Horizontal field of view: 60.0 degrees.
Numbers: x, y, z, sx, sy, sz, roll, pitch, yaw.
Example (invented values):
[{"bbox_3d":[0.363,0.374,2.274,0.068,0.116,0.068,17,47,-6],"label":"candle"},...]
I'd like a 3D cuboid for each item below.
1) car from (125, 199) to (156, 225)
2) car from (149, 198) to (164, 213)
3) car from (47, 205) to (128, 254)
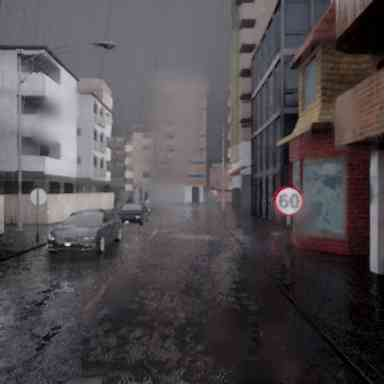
[{"bbox_3d":[-4.072,1.485,23.514,2.033,1.411,5.357,0,0,0],"label":"car"},{"bbox_3d":[-4.034,1.411,34.787,1.837,1.490,4.892,0,0,0],"label":"car"},{"bbox_3d":[-4.085,1.469,13.372,1.837,1.490,4.892,0,0,0],"label":"car"}]
